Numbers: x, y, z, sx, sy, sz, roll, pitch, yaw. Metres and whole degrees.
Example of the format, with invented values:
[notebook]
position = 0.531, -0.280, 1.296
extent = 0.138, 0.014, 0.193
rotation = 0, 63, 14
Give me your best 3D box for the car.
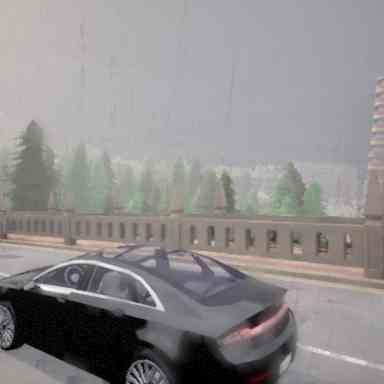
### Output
[car]
position = -1.037, 1.535, 4.734
extent = 4.902, 1.511, 2.128
rotation = -1, -1, 36
